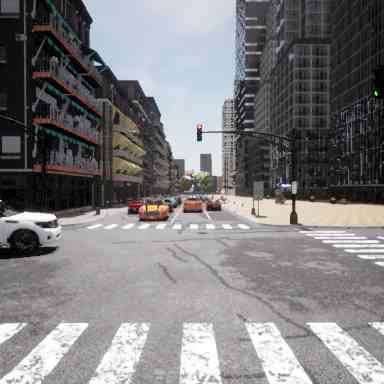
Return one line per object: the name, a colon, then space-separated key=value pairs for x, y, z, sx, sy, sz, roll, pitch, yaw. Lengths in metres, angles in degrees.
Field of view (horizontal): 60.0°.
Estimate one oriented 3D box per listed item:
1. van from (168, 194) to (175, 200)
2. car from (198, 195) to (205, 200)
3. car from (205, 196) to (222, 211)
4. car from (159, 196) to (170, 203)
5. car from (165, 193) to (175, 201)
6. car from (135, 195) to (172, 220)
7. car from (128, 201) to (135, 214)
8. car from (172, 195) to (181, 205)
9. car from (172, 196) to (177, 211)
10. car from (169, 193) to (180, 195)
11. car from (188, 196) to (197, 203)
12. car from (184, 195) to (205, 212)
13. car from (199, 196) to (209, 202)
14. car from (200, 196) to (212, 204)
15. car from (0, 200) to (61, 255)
van: x=-5.676 y=1.351 z=91.873 sx=1.690 sy=1.788 sz=3.998 roll=-1 pitch=0 yaw=0
car: x=2.674 y=1.535 z=92.099 sx=1.752 sy=1.417 sz=4.829 roll=-1 pitch=0 yaw=0
car: x=2.659 y=1.540 z=41.088 sx=1.887 sy=1.381 sz=4.507 roll=-1 pitch=0 yaw=0
car: x=-5.679 y=1.584 z=69.278 sx=1.802 sy=1.307 sz=4.206 roll=-1 pitch=0 yaw=0
car: x=-5.678 y=1.322 z=86.225 sx=2.192 sy=1.841 sz=5.009 roll=-1 pitch=0 yaw=0
car: x=-3.090 y=1.348 z=27.640 sx=2.097 sy=1.767 sz=4.553 roll=0 pitch=0 yaw=0
car: x=-5.690 y=1.540 z=35.384 sx=1.887 sy=1.381 sz=4.507 roll=-1 pitch=0 yaw=0
car: x=-3.077 y=1.544 z=47.965 sx=2.033 sy=1.411 sz=5.357 roll=0 pitch=0 yaw=0
car: x=-3.085 y=1.501 z=37.637 sx=1.837 sy=1.490 sz=4.892 roll=0 pitch=0 yaw=0
car: x=-3.032 y=1.220 z=58.283 sx=2.150 sy=2.045 sz=5.566 roll=0 pitch=0 yaw=1
car: x=0.129 y=1.603 z=69.719 sx=1.895 sy=1.301 sz=4.718 roll=0 pitch=0 yaw=0
car: x=0.093 y=1.348 z=39.484 sx=2.097 sy=1.767 sz=4.553 roll=0 pitch=0 yaw=0
car: x=2.669 y=1.548 z=74.982 sx=1.887 sy=1.381 sz=4.507 roll=-1 pitch=0 yaw=0
car: x=2.666 y=1.551 z=63.684 sx=2.008 sy=1.369 sz=4.403 roll=-1 pitch=0 yaw=0
car: x=-7.954 y=1.245 z=12.496 sx=5.566 sy=2.045 sz=2.150 roll=-1 pitch=2 yaw=-14
